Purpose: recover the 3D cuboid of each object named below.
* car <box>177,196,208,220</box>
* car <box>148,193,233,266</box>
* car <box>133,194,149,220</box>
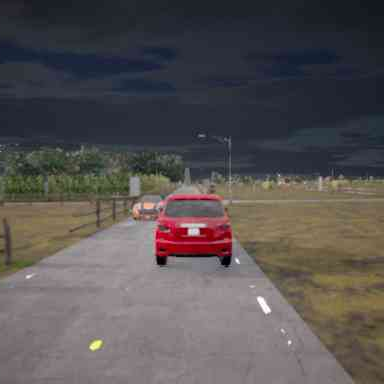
[{"bbox_3d":[0.046,1.123,25.003,2.033,1.411,5.357,0,1,1],"label":"car"},{"bbox_3d":[0.055,1.065,11.127,2.150,2.045,5.566,0,1,0],"label":"car"},{"bbox_3d":[-2.813,0.961,23.453,2.097,1.767,4.553,0,1,0],"label":"car"}]
